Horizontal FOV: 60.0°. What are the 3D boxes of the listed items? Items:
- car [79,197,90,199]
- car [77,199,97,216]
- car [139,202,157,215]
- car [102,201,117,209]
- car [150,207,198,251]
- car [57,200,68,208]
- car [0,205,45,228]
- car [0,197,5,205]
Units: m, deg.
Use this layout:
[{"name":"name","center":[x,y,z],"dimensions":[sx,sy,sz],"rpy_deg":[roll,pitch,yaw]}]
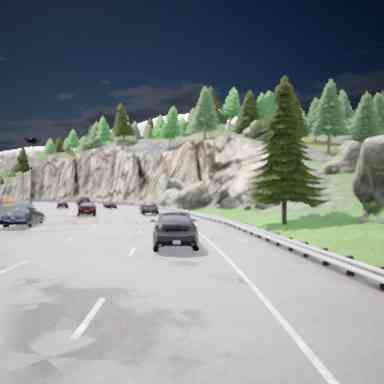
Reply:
[{"name":"car","center":[-20.405,1.957,62.713],"dimensions":[2.150,2.045,5.566],"rpy_deg":[0,-1,-24]},{"name":"car","center":[-12.013,1.925,38.226],"dimensions":[1.882,1.535,5.008],"rpy_deg":[0,-1,-15]},{"name":"car","center":[-5.242,1.934,39.914],"dimensions":[2.128,1.511,4.902],"rpy_deg":[0,-1,-14]},{"name":"car","center":[-14.855,2.282,59.455],"dimensions":[1.895,1.301,4.718],"rpy_deg":[0,-1,-24]},{"name":"car","center":[-0.817,1.670,15.083],"dimensions":[1.837,1.490,4.892],"rpy_deg":[0,0,-6]},{"name":"car","center":[-23.816,2.259,61.178],"dimensions":[1.812,1.442,4.674],"rpy_deg":[0,-1,-23]},{"name":"car","center":[-12.568,1.857,24.950],"dimensions":[2.033,1.411,5.357],"rpy_deg":[0,-1,-11]},{"name":"car","center":[-33.753,1.950,57.560],"dimensions":[2.150,2.045,5.566],"rpy_deg":[0,0,-24]}]
